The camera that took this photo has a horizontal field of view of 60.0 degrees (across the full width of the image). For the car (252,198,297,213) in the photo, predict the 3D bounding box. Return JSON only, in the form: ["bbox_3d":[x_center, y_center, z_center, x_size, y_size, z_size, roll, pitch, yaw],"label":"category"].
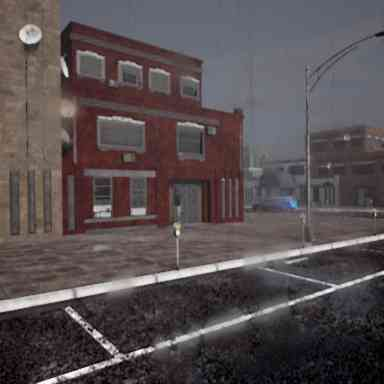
[{"bbox_3d":[9.958,1.860,41.587,2.033,1.411,5.357,-1,0,-38],"label":"car"}]
